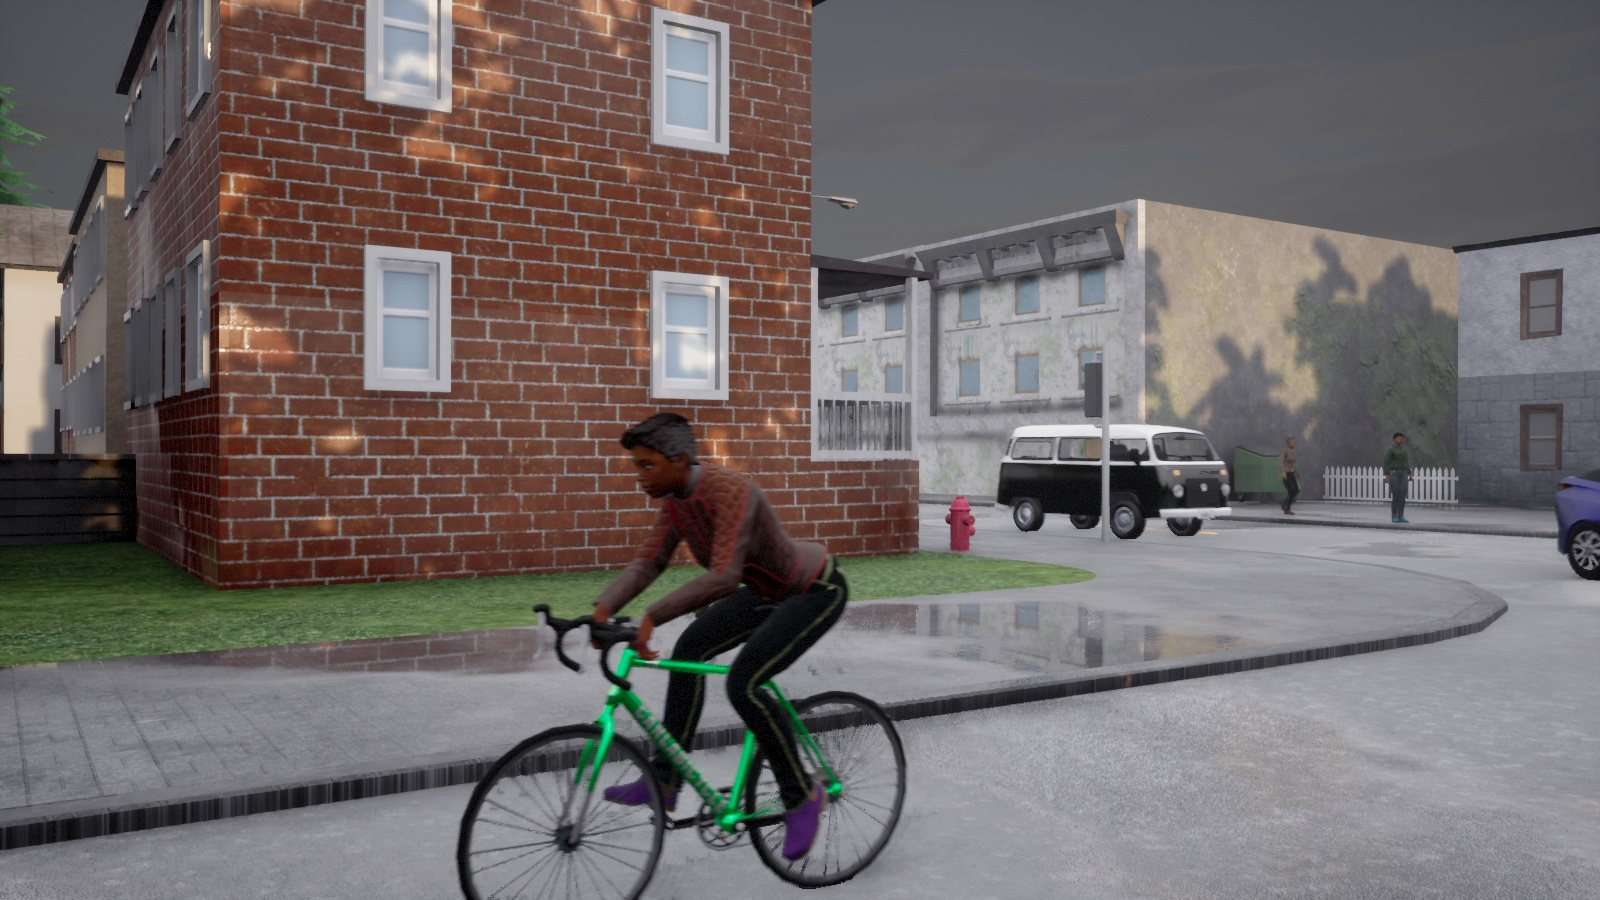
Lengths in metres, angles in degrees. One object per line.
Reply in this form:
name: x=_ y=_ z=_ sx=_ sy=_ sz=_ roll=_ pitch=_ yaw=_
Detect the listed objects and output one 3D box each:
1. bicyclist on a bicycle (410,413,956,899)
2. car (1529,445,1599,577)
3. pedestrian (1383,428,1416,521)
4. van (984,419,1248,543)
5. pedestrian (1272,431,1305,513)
bicyclist on a bicycle: x=-0.331 y=0.708 z=4.038 sx=1.656 sy=1.620 sz=0.582 roll=0 pitch=0 yaw=-33
car: x=10.359 y=0.703 z=13.514 sx=2.007 sy=1.525 sz=4.514 roll=0 pitch=0 yaw=-7
pedestrian: x=12.145 y=0.491 z=25.450 sx=0.353 sy=1.847 sz=0.614 roll=0 pitch=0 yaw=-3
van: x=5.651 y=0.512 z=23.033 sx=2.069 sy=2.038 sz=4.480 roll=0 pitch=0 yaw=-33
pedestrian: x=11.089 y=0.501 z=28.502 sx=0.331 sy=1.846 sz=0.634 roll=0 pitch=0 yaw=-30
